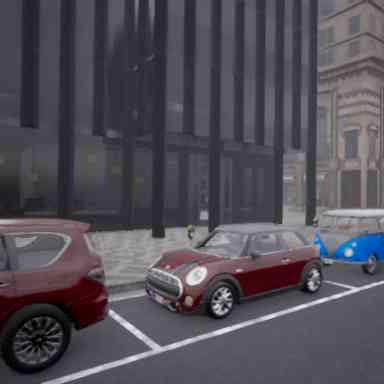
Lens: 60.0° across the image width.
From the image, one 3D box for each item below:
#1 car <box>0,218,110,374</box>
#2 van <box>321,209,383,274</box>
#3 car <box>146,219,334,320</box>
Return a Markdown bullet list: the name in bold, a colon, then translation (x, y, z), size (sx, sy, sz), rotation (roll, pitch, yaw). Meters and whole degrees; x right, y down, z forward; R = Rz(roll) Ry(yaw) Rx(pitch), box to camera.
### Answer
- **car**: translation (-3.539, 1.309, 4.118), size (5.009, 1.841, 2.192), rotation (1, 0, -36)
- **van**: translation (5.580, 1.449, 10.625), size (3.998, 1.788, 1.690), rotation (1, 0, -36)
- **car**: translation (1.020, 1.491, 7.372), size (4.097, 1.590, 1.967), rotation (1, 0, -36)
